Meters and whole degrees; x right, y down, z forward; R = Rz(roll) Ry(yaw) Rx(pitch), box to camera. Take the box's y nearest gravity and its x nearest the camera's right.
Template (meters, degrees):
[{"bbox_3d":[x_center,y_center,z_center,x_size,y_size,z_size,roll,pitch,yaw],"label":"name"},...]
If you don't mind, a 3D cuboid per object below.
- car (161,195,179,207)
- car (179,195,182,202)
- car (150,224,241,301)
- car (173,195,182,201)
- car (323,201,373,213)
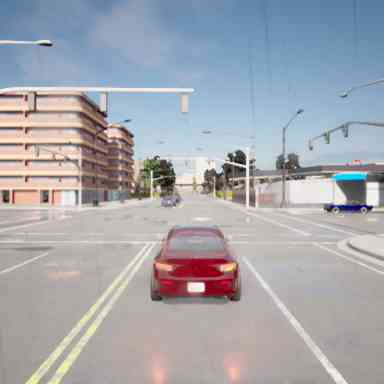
[{"bbox_3d":[-3.585,1.335,51.851,2.097,1.767,4.553,0,0,0],"label":"car"},{"bbox_3d":[-3.513,1.576,67.723,1.895,1.301,4.718,0,0,0],"label":"car"},{"bbox_3d":[0.082,1.523,8.195,1.812,1.442,4.674,0,0,0],"label":"car"},{"bbox_3d":[-3.504,1.494,82.299,2.128,1.511,4.902,0,0,0],"label":"car"},{"bbox_3d":[16.534,1.588,35.493,4.718,1.301,1.895,0,0,1],"label":"car"}]
